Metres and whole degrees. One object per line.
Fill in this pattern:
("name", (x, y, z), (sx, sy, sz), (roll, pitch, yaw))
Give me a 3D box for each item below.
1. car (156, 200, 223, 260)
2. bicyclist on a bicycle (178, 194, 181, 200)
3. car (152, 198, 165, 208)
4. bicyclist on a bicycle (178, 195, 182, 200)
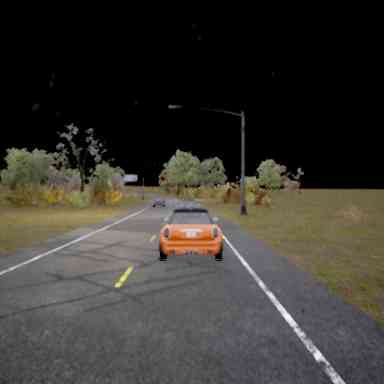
("car", (-0.043, 1.369, 12.656), (2.097, 1.767, 4.553), (0, 0, 0))
("bicyclist on a bicycle", (-3.603, 1.516, 93.614), (0.866, 1.612, 1.509), (0, 0, -5))
("car", (-4.943, 1.609, 50.261), (2.033, 1.411, 5.357), (0, 0, -3))
("bicyclist on a bicycle", (-2.782, 1.514, 84.625), (0.866, 1.612, 1.509), (0, 0, -5))
